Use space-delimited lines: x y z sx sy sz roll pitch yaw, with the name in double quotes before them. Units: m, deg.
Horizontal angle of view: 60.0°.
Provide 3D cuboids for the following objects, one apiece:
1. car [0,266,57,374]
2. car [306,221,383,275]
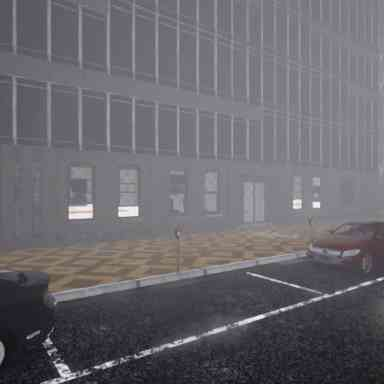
"car" -3.909 1.551 3.771 4.403 1.369 2.008 0 0 -36
"car" 5.358 1.582 10.384 4.206 1.307 1.802 0 0 -36
